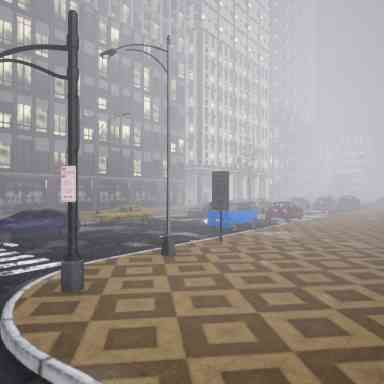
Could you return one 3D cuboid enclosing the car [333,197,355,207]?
[{"bbox_3d":[23.956,1.552,52.312,2.128,1.511,4.902,0,0,37],"label":"car"}]

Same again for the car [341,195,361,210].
[{"bbox_3d":[21.098,1.368,44.554,2.192,1.841,5.009,0,0,38],"label":"car"}]

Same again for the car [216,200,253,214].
[{"bbox_3d":[4.678,1.571,36.125,1.887,1.381,4.507,0,0,38],"label":"car"}]

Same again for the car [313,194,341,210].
[{"bbox_3d":[17.907,1.400,44.449,2.097,1.767,4.553,0,0,38],"label":"car"}]

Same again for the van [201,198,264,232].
[{"bbox_3d":[2.576,1.368,20.278,1.690,1.788,3.998,0,0,38],"label":"van"}]

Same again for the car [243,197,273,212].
[{"bbox_3d":[8.069,1.471,40.536,1.967,1.590,4.097,0,0,38],"label":"car"}]

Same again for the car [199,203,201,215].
[{"bbox_3d":[3.290,1.573,30.270,2.033,1.411,5.357,0,0,38],"label":"car"}]

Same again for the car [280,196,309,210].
[{"bbox_3d":[13.455,1.391,43.400,2.097,1.767,4.553,0,0,38],"label":"car"}]

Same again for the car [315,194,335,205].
[{"bbox_3d":[25.025,1.381,62.591,2.192,1.841,5.009,0,0,38],"label":"car"}]

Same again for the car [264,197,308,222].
[{"bbox_3d":[7.534,1.472,26.910,1.967,1.590,4.097,0,0,38],"label":"car"}]

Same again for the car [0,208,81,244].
[{"bbox_3d":[-7.764,1.538,16.173,1.812,1.442,4.674,0,0,41],"label":"car"}]

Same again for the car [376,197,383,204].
[{"bbox_3d":[38.053,1.658,66.607,1.947,1.339,4.313,0,0,38],"label":"car"}]

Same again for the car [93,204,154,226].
[{"bbox_3d":[-4.816,1.540,23.987,1.752,1.417,4.829,0,0,38],"label":"car"}]

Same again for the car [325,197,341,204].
[{"bbox_3d":[28.416,1.625,67.001,2.008,1.369,4.403,0,0,38],"label":"car"}]

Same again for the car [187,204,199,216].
[{"bbox_3d":[1.287,1.604,31.714,1.802,1.307,4.206,0,0,38],"label":"car"}]
